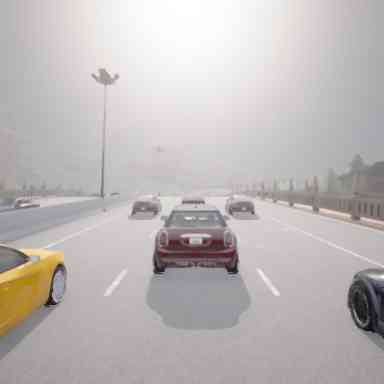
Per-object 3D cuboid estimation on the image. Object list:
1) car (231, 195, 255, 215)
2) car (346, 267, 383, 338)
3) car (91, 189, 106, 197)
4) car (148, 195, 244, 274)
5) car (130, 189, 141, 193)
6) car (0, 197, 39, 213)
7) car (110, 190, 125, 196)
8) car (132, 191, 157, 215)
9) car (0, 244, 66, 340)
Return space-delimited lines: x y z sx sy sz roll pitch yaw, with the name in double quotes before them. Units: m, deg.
"car" 3.602 0.942 25.394 1.812 1.442 4.674 0 1 0
"car" 3.587 1.491 3.907 1.994 1.385 4.181 0 1 0
"car" -17.506 0.235 62.425 1.837 1.490 4.892 0 0 1
"car" 0.097 1.134 10.012 2.097 1.767 4.553 0 1 0
"car" -10.513 0.229 62.613 2.128 1.511 4.902 0 -1 1
"car" -10.595 1.057 19.183 2.128 1.511 4.902 0 1 0
"car" -14.003 0.334 62.477 1.895 1.301 4.718 0 -1 0
"car" -3.399 0.942 25.407 1.812 1.442 4.674 0 1 0
"car" -3.411 1.390 4.587 1.882 1.535 5.008 0 2 0
